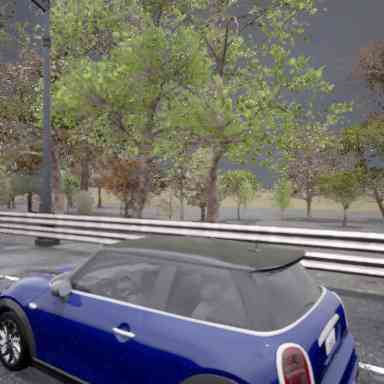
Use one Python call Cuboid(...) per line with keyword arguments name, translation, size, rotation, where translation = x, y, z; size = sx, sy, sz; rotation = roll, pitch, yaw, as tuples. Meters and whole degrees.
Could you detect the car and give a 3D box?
Cuboid(name="car", translation=(-0.517, 1.350, 4.175), size=(4.553, 1.767, 2.097), rotation=(0, 0, 34))
